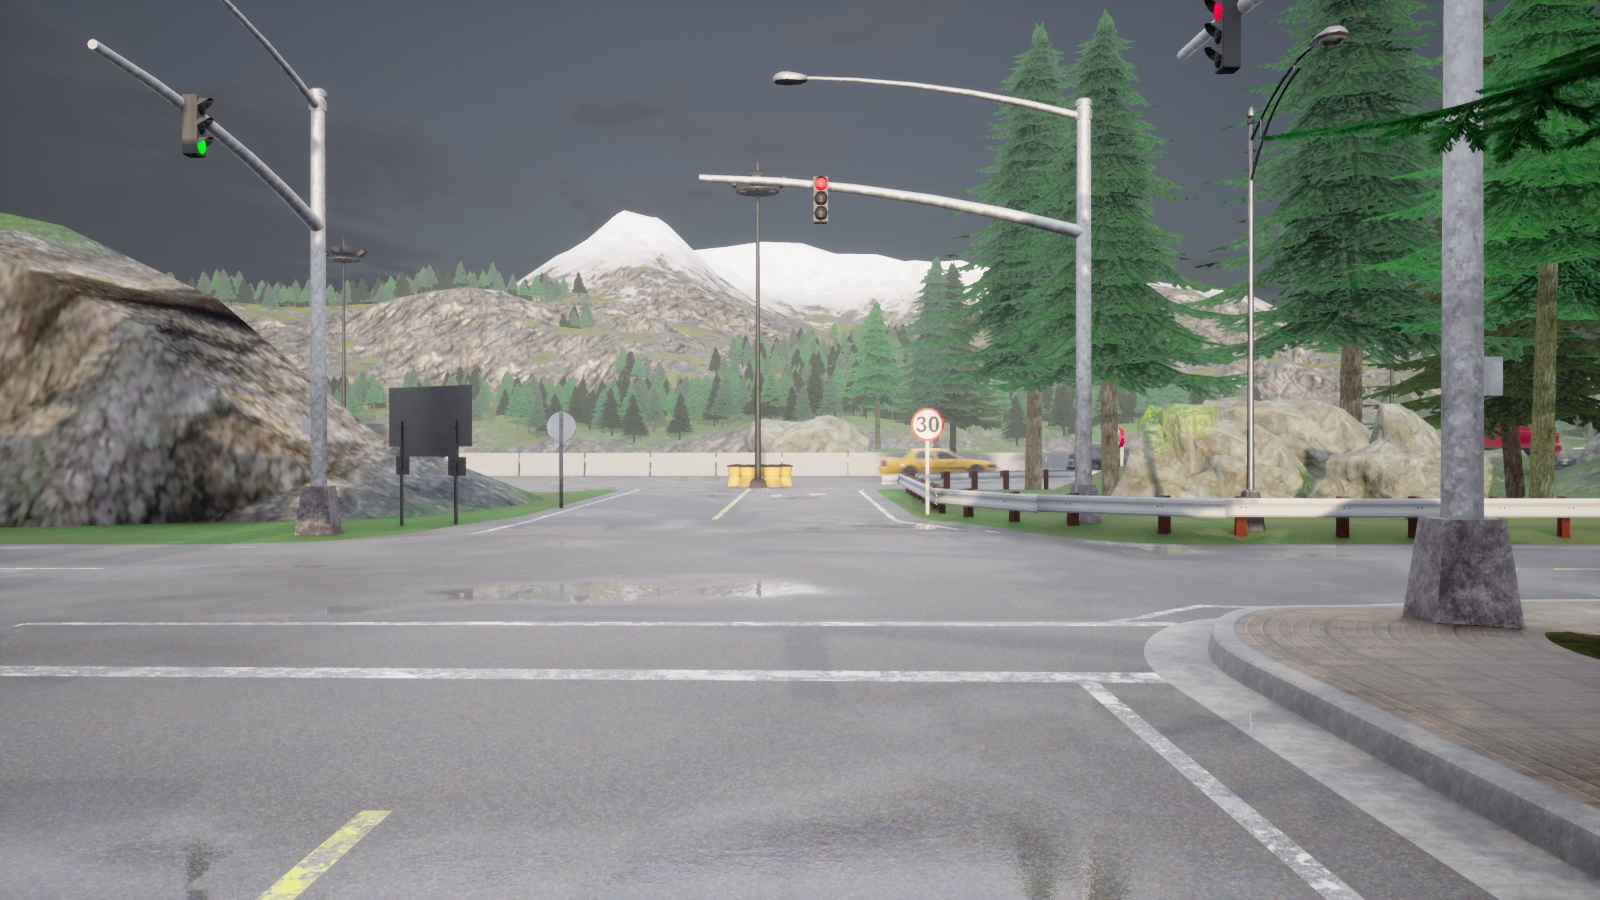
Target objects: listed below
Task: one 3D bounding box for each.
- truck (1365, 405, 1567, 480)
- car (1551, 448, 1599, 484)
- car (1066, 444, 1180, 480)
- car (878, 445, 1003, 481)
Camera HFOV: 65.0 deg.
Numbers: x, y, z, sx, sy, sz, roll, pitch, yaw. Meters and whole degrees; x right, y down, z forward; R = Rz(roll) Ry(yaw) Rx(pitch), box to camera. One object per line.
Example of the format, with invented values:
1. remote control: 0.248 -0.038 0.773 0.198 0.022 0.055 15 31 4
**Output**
1. truck: 31.157 -0.347 58.974 7.936 3.462 2.891 0 0 1
2. car: 33.572 0.641 51.943 3.806 1.475 1.970 0 0 0
3. car: 15.151 0.552 59.074 4.856 1.649 2.033 0 0 0
4. car: 6.186 0.572 55.637 5.366 1.575 1.801 0 0 0
